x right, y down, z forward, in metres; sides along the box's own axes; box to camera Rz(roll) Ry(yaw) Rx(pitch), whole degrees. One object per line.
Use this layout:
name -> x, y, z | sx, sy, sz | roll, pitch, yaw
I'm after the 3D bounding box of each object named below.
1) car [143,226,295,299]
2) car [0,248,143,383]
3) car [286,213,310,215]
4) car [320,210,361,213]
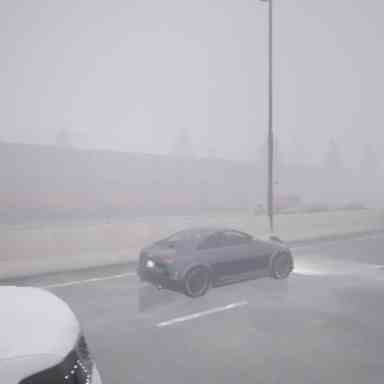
car -> 0.718, 1.573, 8.563 | 4.181, 1.385, 1.994 | 0, 0, -35
car -> -3.232, 1.221, 1.475 | 5.566, 2.045, 2.150 | 0, 0, -35
car -> 10.029, 1.586, 28.327 | 5.357, 1.411, 2.033 | 0, 0, -35
car -> 12.113, 1.602, 25.511 | 4.181, 1.385, 1.994 | 0, 0, -35
